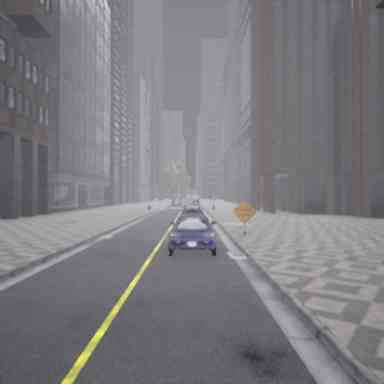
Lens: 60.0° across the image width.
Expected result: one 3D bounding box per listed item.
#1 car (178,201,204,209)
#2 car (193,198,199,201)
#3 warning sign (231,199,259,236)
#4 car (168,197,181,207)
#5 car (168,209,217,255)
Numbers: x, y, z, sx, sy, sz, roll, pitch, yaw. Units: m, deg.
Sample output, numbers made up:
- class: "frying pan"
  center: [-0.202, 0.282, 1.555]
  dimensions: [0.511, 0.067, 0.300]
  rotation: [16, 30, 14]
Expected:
- class: "car"
  center: [0.032, 1.797, 28.506]
  dimensions: [1.837, 1.490, 4.892]
  rotation: [0, 0, 1]
- class: "car"
  center: [1.081, 2.415, 87.213]
  dimensions: [1.812, 1.442, 4.674]
  rotation: [0, -1, 0]
- class: "warning sign"
  center: [2.718, 1.291, 17.226]
  dimensions: [1.300, 1.860, 1.060]
  rotation: [0, -1, 0]
- class: "car"
  center: [-2.995, 2.158, 65.050]
  dimensions: [2.128, 1.511, 4.902]
  rotation: [0, -1, 1]
- class: "car"
  center: [0.031, 1.668, 13.905]
  dimensions: [1.812, 1.442, 4.674]
  rotation: [0, 0, 1]
